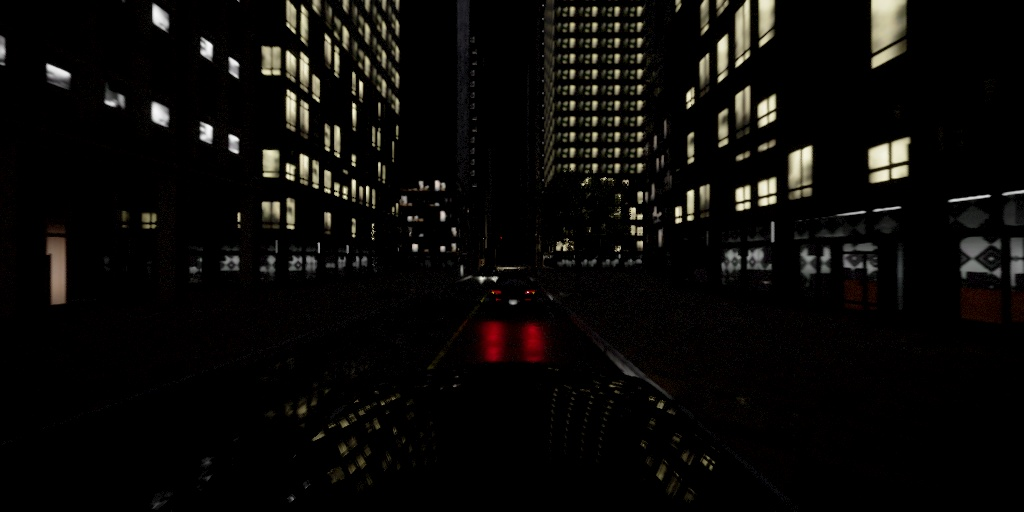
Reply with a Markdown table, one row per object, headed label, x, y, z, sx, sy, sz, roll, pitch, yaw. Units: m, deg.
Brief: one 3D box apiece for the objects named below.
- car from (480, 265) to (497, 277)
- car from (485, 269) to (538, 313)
| label | x | y | z | sx | sy | sz | roll | pitch | yaw |
| --- | --- | --- | --- | --- | --- | --- | --- | --- | --- |
| car | -3.018 | 1.859 | 46.704 | 1.882 | 1.535 | 5.008 | 0 | -1 | 0 |
| car | 0.061 | 1.453 | 14.779 | 1.812 | 1.442 | 4.674 | 0 | -1 | 1 |
